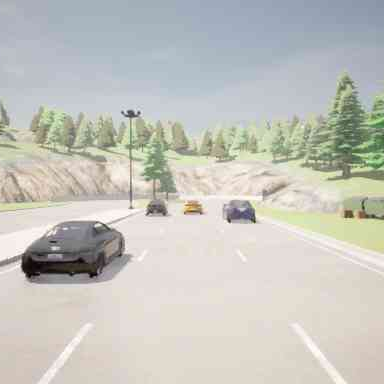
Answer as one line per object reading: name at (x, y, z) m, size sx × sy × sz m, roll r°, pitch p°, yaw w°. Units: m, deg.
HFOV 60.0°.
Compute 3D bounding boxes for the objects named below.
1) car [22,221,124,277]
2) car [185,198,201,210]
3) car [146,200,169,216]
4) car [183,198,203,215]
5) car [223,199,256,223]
car at (-3.400, 1.569, 10.271) m, size 1.994 × 1.385 × 4.181 m, roll 0°, pitch 0°, yaw 0°
car at (0.142, 1.569, 44.507) m, size 2.033 × 1.411 × 5.357 m, roll 0°, pitch 0°, yaw 1°
car at (-3.398, 1.520, 33.117) m, size 1.837 × 1.490 × 4.892 m, roll 0°, pitch 0°, yaw 0°
car at (0.098, 1.494, 34.679) m, size 1.882 × 1.535 × 5.008 m, roll 0°, pitch 0°, yaw 0°
car at (3.602, 1.366, 26.081) m, size 2.097 × 1.767 × 4.553 m, roll 0°, pitch 0°, yaw 0°
